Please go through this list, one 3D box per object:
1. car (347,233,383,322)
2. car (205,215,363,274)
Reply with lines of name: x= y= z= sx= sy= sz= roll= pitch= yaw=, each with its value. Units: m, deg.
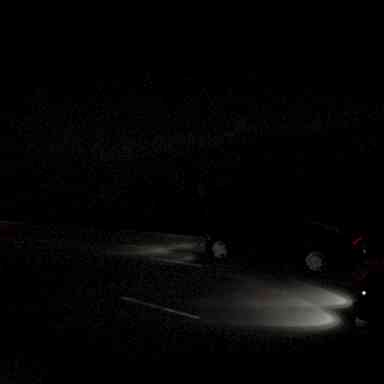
car: x=5.268 y=1.547 z=4.533 sx=5.357 sy=1.411 sz=2.033 roll=0 pitch=0 yaw=36
car: x=2.755 y=1.478 z=10.628 sx=5.008 sy=1.535 sz=1.882 roll=0 pitch=0 yaw=36
